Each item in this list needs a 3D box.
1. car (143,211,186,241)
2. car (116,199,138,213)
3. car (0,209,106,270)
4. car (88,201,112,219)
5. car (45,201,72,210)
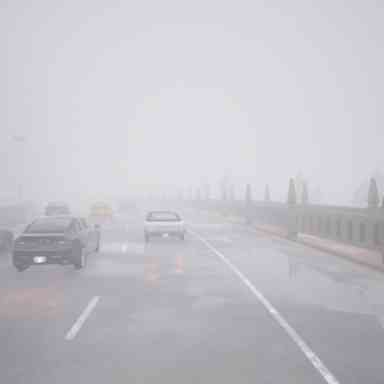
[{"bbox_3d":[-1.536,1.618,16.897,1.895,1.301,4.718,0,0,-10],"label":"car"},{"bbox_3d":[-7.530,1.558,38.323,1.837,1.490,4.892,0,0,-21],"label":"car"},{"bbox_3d":[-4.281,1.528,11.156,1.837,1.490,4.892,0,0,-7],"label":"car"},{"bbox_3d":[-8.112,1.527,29.436,1.882,1.535,5.008,0,0,-17],"label":"car"},{"bbox_3d":[-11.717,1.541,29.247,1.882,1.535,5.008,0,0,-17],"label":"car"}]
